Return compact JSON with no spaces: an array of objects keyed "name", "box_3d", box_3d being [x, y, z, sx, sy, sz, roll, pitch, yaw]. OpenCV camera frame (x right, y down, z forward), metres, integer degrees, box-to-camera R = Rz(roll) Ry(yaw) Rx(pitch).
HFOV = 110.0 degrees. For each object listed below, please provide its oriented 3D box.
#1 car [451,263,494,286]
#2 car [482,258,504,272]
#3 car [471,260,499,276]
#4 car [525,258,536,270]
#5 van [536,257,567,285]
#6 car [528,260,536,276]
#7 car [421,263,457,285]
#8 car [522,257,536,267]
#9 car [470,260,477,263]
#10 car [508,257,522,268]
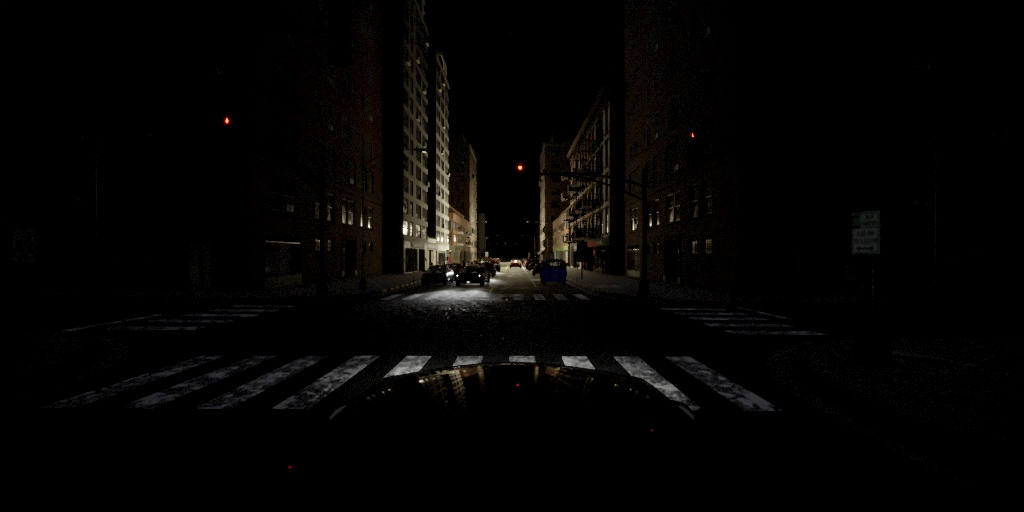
[{"name":"car","box_3d":[-2.659,1.349,25.115,1.895,1.301,4.718,0,0,4]},{"name":"car","box_3d":[-2.465,1.309,45.180,1.994,1.385,4.181,0,0,1]},{"name":"car","box_3d":[-2.558,1.349,35.126,1.895,1.301,4.718,0,0,0]},{"name":"car","box_3d":[3.038,1.325,48.070,1.802,1.307,4.207,0,0,1]},{"name":"van","box_3d":[2.839,1.089,25.345,1.690,1.789,3.998,0,0,1]},{"name":"car","box_3d":[2.939,1.329,36.707,1.802,1.307,4.207,0,0,1]},{"name":"car","box_3d":[-5.186,1.299,25.407,2.007,1.370,4.403,0,0,1]},{"name":"car","box_3d":[3.088,1.054,53.751,2.192,1.841,5.009,0,0,1]},{"name":"car","box_3d":[-4.988,1.269,47.964,1.751,1.417,4.829,0,0,1]},{"name":"car","box_3d":[0.601,1.336,59.026,1.895,1.301,4.718,0,0,1]}]
